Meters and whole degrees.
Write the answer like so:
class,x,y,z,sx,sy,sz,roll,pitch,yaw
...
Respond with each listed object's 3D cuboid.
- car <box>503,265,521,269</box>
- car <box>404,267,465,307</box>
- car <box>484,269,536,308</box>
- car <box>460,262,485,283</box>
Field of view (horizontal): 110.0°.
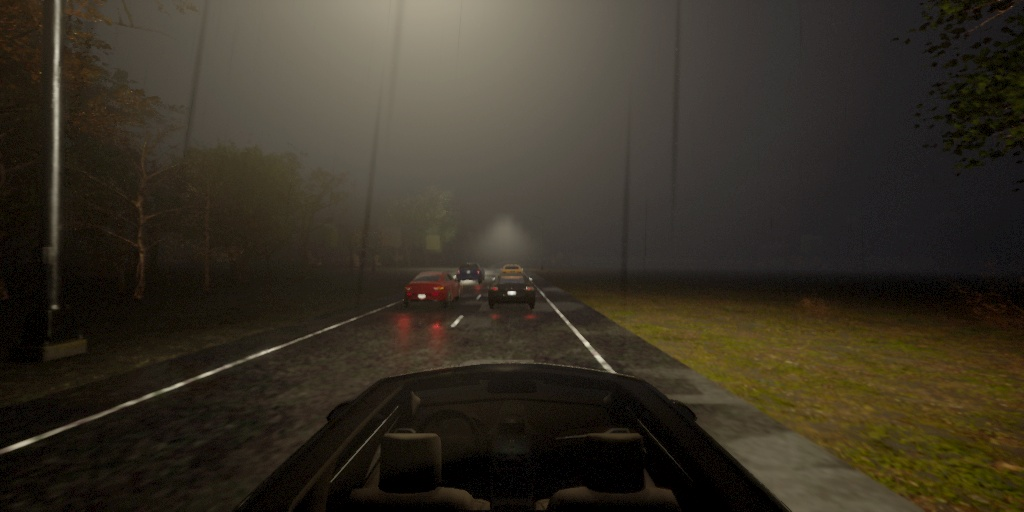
class,x,y,z,sx,sy,sz,roll,pitch,yaw
car,-0.003,1.502,31.334,1.882,1.535,5.008,0,0,0
car,-3.499,1.411,16.245,1.812,1.442,4.674,0,0,0
car,-0.001,1.448,16.158,1.994,1.385,4.181,0,0,0
car,-3.504,1.370,30.939,2.097,1.767,4.553,0,-1,0
